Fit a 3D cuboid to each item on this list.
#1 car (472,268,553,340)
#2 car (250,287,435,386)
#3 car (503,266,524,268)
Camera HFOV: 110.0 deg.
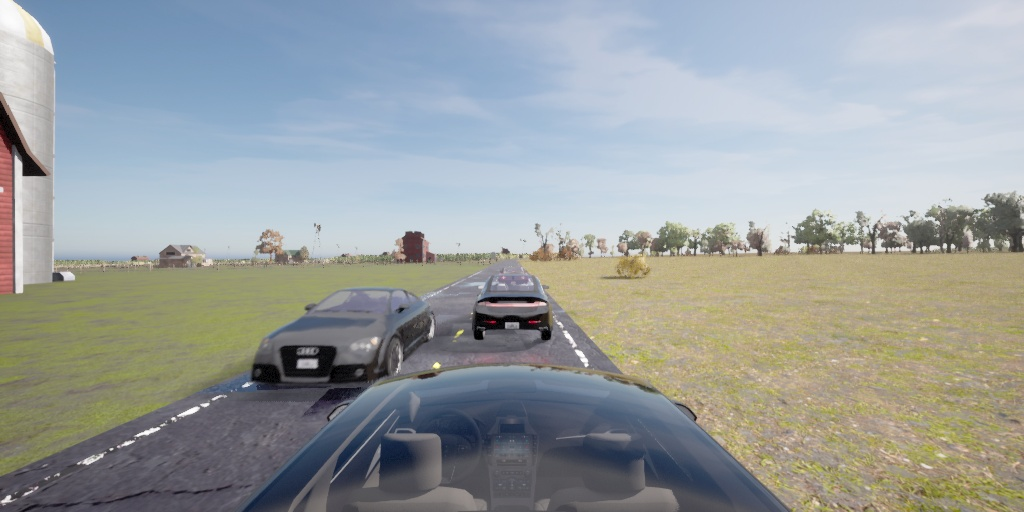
[{"bbox_3d":[0.030,1.243,9.920,2.128,1.511,4.902,0,0,1],"label":"car"},{"bbox_3d":[-2.840,1.314,6.986,1.994,1.385,4.181,0,0,0],"label":"car"},{"bbox_3d":[0.105,1.356,24.154,1.895,1.301,4.718,0,0,1],"label":"car"}]
